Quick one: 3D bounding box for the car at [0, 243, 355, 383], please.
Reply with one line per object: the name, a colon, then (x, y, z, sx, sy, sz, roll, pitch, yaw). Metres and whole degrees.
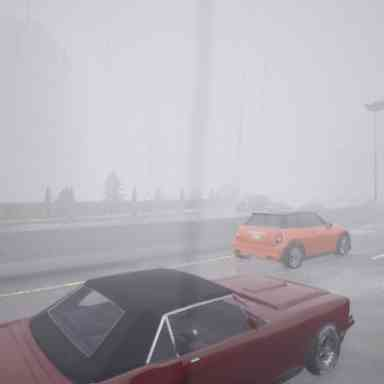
car: (-0.103, 1.614, 3.864, 4.718, 1.301, 1.895, 0, 0, -37)

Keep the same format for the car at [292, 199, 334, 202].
car: (10.757, 1.625, 29.489, 1.994, 1.385, 4.181, 0, 0, 38)

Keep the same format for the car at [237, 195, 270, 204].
car: (6.744, 1.312, 35.710, 2.150, 2.045, 5.566, 0, 0, 36)

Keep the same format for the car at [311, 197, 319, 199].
car: (25.329, 1.734, 68.345, 1.895, 1.301, 4.718, 0, 0, 14)

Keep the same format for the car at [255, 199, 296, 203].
car: (8.141, 1.638, 31.809, 1.994, 1.385, 4.181, 0, 0, 37)

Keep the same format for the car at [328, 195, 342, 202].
car: (28.533, 1.475, 66.696, 2.097, 1.767, 4.553, 0, 0, 14)

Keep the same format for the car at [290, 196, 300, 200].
car: (22.649, 1.671, 73.078, 2.128, 1.511, 4.902, 0, 0, 11)

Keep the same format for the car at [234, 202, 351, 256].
car: (3.550, 1.378, 11.418, 4.553, 1.767, 2.097, 0, 0, -40)
